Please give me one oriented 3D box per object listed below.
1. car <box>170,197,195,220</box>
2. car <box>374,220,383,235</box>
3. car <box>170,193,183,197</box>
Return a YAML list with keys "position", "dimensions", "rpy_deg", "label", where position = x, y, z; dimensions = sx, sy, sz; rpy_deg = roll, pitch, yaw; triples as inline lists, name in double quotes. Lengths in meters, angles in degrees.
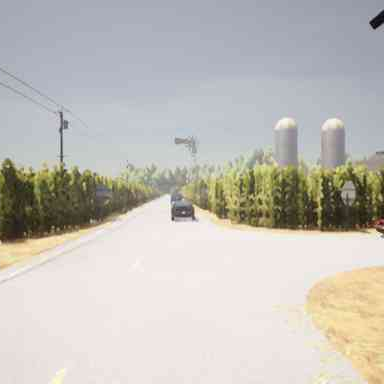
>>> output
- position: [-0.818, 1.469, 28.309]
  dimensions: [1.882, 1.535, 5.008]
  rpy_deg: [0, 0, -3]
  label: "car"
- position: [11.326, 1.592, 15.777]
  dimensions: [4.718, 1.301, 1.895]
  rpy_deg: [0, 0, -3]
  label: "car"
- position: [-2.714, 1.203, 58.798]
  dimensions: [2.150, 2.045, 5.566]
  rpy_deg: [0, 0, -4]
  label: "car"
